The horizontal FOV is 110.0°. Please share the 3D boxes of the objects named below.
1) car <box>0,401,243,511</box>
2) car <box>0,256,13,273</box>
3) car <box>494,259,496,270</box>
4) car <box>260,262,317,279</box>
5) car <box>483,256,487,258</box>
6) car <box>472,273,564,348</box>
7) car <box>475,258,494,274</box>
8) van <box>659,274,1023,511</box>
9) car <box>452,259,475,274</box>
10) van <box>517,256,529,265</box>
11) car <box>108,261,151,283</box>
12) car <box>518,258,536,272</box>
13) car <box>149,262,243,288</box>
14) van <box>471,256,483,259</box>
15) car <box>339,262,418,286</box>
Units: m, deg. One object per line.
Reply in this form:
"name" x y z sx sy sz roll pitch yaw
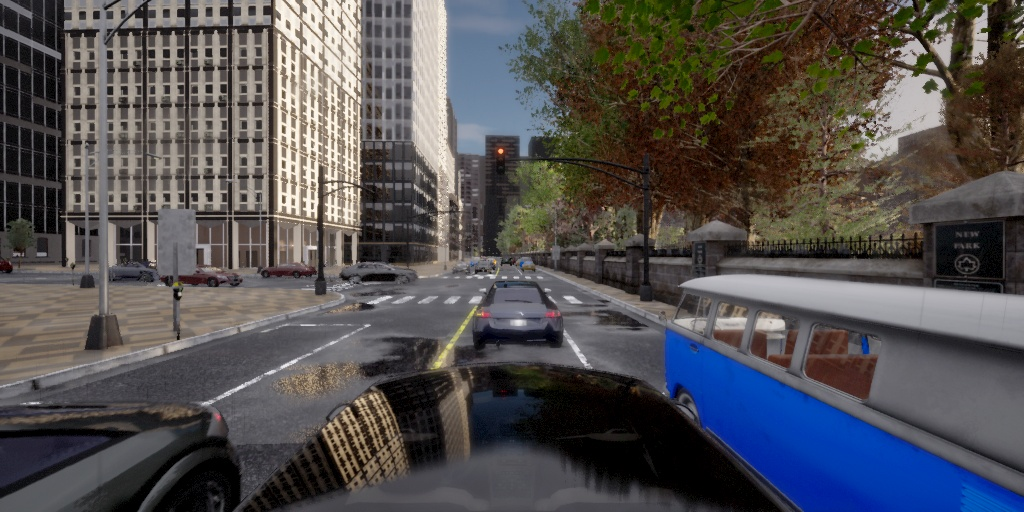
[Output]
"car" -2.862 1.314 0.743 1.994 1.385 4.181 0 0 0
"car" -45.544 0.676 30.518 4.097 1.591 1.967 0 0 1
"car" -3.415 1.296 50.858 1.994 1.385 4.181 0 0 -2
"car" -18.094 1.127 29.097 4.207 1.307 1.802 0 0 4
"car" -3.666 1.201 61.281 1.882 1.535 5.008 0 0 -1
"car" 0.098 1.313 9.218 1.994 1.385 4.181 0 0 -1
"car" -3.229 1.243 40.878 1.837 1.490 4.892 0 0 -3
"van" 2.567 1.091 2.638 1.690 1.789 3.998 0 0 0
"car" -5.644 1.288 40.303 2.007 1.370 4.403 0 0 -1
"van" 1.992 1.072 51.730 1.690 1.789 3.998 0 0 -1
"car" -24.494 1.053 23.920 4.181 1.385 1.994 1 0 3
"car" 2.116 1.260 46.357 1.751 1.417 4.829 0 0 -1
"car" -18.158 1.149 20.984 4.207 1.307 1.802 0 0 4
"van" -6.330 1.064 62.478 1.690 1.789 3.998 0 0 -2
"car" -8.817 1.155 23.949 4.902 1.511 2.128 1 0 -11
